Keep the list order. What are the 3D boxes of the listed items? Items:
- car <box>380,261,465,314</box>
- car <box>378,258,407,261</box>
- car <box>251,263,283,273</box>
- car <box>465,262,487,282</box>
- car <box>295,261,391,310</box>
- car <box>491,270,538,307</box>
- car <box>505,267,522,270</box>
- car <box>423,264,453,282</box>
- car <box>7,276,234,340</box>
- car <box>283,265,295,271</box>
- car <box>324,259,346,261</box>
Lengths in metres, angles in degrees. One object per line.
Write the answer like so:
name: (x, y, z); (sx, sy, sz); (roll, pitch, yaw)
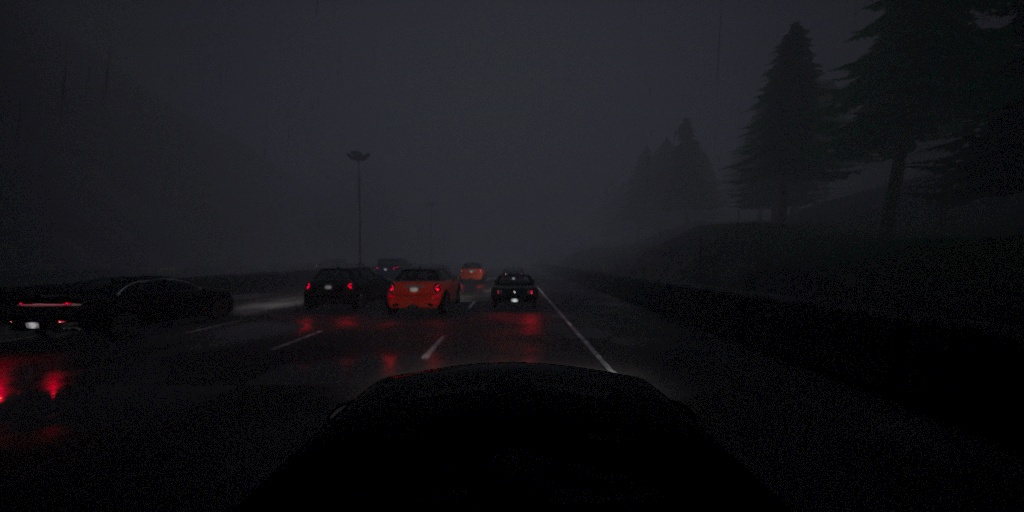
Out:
car: (-3.389, 1.208, 14.536); (2.097, 1.767, 4.553); (0, 0, 0)
car: (-10.370, 1.222, 32.039); (2.150, 2.045, 5.566); (0, -1, 0)
car: (-31.527, 1.600, 46.644); (1.882, 1.535, 5.008); (0, -1, 0)
car: (-3.371, 1.351, 31.842); (2.097, 1.767, 4.553); (0, 0, 0)
car: (-6.887, 1.217, 15.565); (2.097, 1.767, 4.553); (0, 0, 0)
car: (0.115, 1.472, 16.331); (1.895, 1.301, 4.718); (0, 0, 0)
car: (0.130, 1.598, 31.610); (1.895, 1.301, 4.718); (0, 0, 0)
car: (-6.869, 1.541, 33.709); (1.812, 1.442, 4.674); (0, 0, 0)
car: (-10.394, 1.312, 10.208); (2.128, 1.511, 4.902); (0, 0, 0)
car: (-28.028, 1.614, 48.424); (1.882, 1.535, 5.008); (0, -1, 0)
car: (-24.525, 1.366, 48.923); (2.150, 2.045, 5.566); (0, -1, 1)
